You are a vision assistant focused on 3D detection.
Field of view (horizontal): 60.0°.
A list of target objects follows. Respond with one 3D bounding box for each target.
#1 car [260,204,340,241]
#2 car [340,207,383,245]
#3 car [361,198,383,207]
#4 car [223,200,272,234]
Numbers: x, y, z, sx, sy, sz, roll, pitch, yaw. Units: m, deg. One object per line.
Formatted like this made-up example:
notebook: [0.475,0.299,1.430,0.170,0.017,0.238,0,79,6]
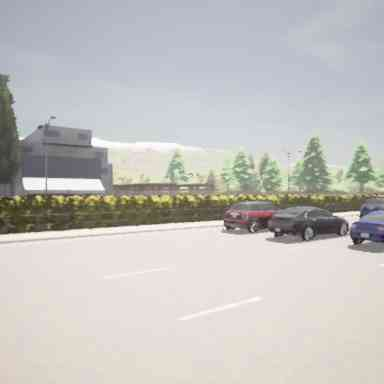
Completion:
car: [5.904,1.505,16.604,4.892,1.490,1.837,1,0,-35]
car: [8.561,1.529,14.194,4.674,1.442,1.812,1,0,-36]
car: [16.368,1.355,28.370,4.553,1.767,2.097,0,0,-35]
car: [4.073,1.354,19.597,4.553,1.767,2.097,0,0,-35]
